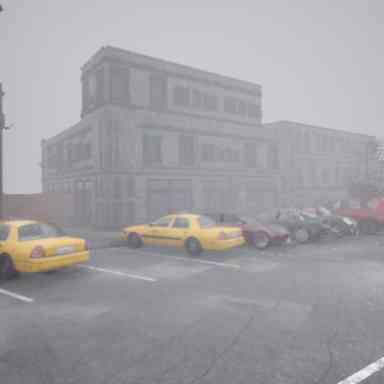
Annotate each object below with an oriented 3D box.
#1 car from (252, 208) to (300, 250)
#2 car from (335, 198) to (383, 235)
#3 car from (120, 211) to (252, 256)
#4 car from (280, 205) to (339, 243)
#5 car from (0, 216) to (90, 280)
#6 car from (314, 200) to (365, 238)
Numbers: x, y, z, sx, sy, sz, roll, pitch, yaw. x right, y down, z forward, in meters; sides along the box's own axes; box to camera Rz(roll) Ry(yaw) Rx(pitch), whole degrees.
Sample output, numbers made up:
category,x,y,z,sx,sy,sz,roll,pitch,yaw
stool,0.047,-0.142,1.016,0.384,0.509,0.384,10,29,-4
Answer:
category,x,y,z,sx,sy,sz,roll,pitch,yaw
car,2.000,1.604,14.971,4.792,1.488,2.163,-1,-1,35
car,9.119,1.410,20.116,5.566,2.045,2.435,-1,-1,35
car,-0.567,1.546,13.396,5.366,1.575,1.946,-1,-1,35
car,4.370,1.603,16.689,4.892,1.521,2.231,-1,-1,35
car,-5.342,1.495,9.997,5.366,1.575,1.946,-1,-1,34
car,6.733,1.505,18.424,4.553,1.767,2.185,-1,-1,35
